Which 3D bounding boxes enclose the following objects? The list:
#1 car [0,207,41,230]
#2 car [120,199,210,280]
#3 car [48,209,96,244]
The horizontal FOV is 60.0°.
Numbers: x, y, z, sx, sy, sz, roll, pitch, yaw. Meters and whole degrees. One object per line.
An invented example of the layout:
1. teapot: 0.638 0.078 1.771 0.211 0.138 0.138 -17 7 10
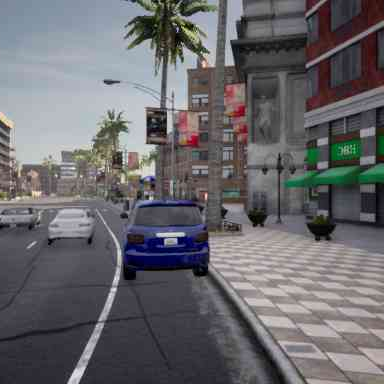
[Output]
1. car: -10.749 1.592 20.941 1.895 1.301 4.718 0 0 -17
2. car: -0.984 1.218 10.212 2.150 2.045 5.566 0 0 -11
3. car: -5.613 1.520 15.766 1.812 1.442 4.674 0 0 -15
